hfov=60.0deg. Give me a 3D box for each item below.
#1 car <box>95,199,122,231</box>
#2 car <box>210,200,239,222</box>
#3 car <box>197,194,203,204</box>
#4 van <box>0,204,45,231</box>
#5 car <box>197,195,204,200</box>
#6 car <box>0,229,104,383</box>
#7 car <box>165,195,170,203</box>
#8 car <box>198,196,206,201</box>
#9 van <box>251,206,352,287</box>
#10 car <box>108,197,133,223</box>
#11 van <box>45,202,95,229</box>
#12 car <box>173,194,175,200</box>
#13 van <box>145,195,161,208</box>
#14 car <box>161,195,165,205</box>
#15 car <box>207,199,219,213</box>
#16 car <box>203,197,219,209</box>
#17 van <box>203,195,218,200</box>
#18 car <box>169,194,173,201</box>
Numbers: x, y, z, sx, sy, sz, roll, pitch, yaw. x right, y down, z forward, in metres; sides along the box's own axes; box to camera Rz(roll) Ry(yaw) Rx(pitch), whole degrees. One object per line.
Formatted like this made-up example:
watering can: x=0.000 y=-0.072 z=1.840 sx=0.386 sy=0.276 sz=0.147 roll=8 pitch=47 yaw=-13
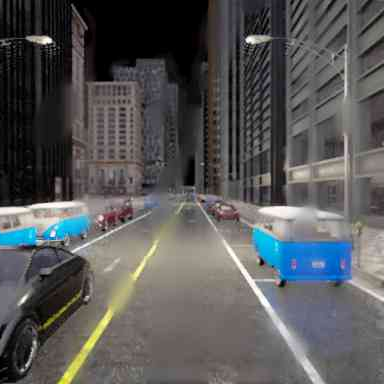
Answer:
car: x=-5.832 y=1.467 z=20.297 sx=1.967 sy=1.590 sz=4.097 roll=0 pitch=0 yaw=0
car: x=2.675 y=1.586 z=25.971 sx=1.802 sy=1.307 sz=4.206 roll=0 pitch=0 yaw=0
car: x=2.541 y=1.564 z=65.455 sx=1.887 sy=1.381 sz=4.507 roll=0 pitch=0 yaw=0
van: x=-5.794 y=1.362 z=9.015 sx=1.690 sy=1.788 sz=3.998 roll=0 pitch=0 yaw=0
car: x=2.445 y=1.543 z=93.829 sx=1.752 sy=1.417 sz=4.829 roll=0 pitch=0 yaw=0
car: x=-3.013 y=1.575 z=5.295 sx=1.994 sy=1.385 sz=4.181 roll=0 pitch=0 yaw=0
car: x=-5.984 y=1.610 z=65.424 sx=1.947 sy=1.339 sz=4.313 roll=0 pitch=0 yaw=0
car: x=2.484 y=1.586 z=82.377 sx=1.947 sy=1.339 sz=4.313 roll=0 pitch=0 yaw=0
van: x=2.731 y=1.338 z=9.049 sx=1.690 sy=1.788 sz=3.998 roll=0 pitch=0 yaw=0
car: x=-5.852 y=1.344 z=25.938 sx=2.192 sy=1.841 sz=5.009 roll=0 pitch=0 yaw=0
van: x=-5.813 y=1.365 z=14.656 sx=1.690 sy=1.788 sz=3.998 roll=0 pitch=0 yaw=0
car: x=-6.060 y=1.610 z=87.988 sx=1.947 sy=1.339 sz=4.313 roll=0 pitch=0 yaw=0
van: x=-5.928 y=1.379 z=48.502 sx=1.690 sy=1.788 sz=3.998 roll=0 pitch=0 yaw=0
car: x=-5.946 y=1.585 z=54.142 sx=1.887 sy=1.381 sz=4.507 roll=0 pitch=0 yaw=0
car: x=2.656 y=1.589 z=31.611 sx=1.802 sy=1.307 sz=4.206 roll=0 pitch=0 yaw=0
car: x=2.637 y=1.575 z=37.252 sx=1.947 sy=1.339 sz=4.313 roll=0 pitch=0 yaw=0
van: x=2.616 y=1.352 z=42.893 sx=1.690 sy=1.788 sz=3.998 roll=0 pitch=0 yaw=0
car: x=-6.023 y=1.486 z=76.705 sx=1.967 sy=1.590 sz=4.097 roll=0 pitch=0 yaw=0
